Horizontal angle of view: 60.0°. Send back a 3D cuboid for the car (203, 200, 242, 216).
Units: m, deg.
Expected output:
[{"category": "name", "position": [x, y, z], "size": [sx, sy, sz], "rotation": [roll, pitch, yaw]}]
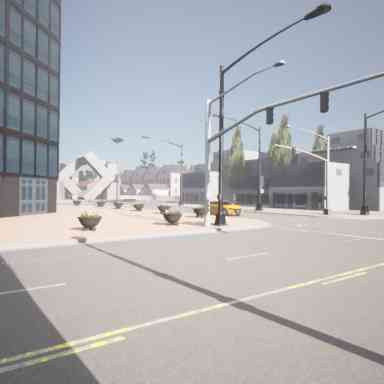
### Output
[{"category": "car", "position": [2.956, 1.563, 33.648], "size": [1.882, 1.535, 5.008], "rotation": [1, -1, -35]}]
